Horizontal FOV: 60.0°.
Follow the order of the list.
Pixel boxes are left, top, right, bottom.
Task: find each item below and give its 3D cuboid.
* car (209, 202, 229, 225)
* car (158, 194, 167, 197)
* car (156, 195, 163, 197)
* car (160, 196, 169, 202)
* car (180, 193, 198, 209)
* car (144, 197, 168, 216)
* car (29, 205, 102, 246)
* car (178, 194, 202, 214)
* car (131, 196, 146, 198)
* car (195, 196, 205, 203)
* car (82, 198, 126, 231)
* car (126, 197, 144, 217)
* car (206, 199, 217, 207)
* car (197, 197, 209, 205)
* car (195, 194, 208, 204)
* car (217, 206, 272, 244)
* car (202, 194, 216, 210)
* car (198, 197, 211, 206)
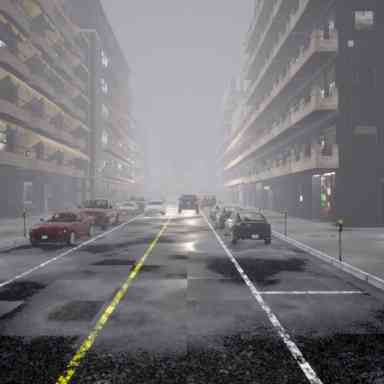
[{"bbox_3d":[2.434,1.558,21.100,2.008,1.369,4.403,1,0,-1],"label":"car"},{"bbox_3d":[-6.621,1.354,71.126,2.192,1.841,5.009,1,0,-1],"label":"car"},{"bbox_3d":[-6.399,1.592,54.425,1.947,1.339,4.313,1,0,-1],"label":"car"},{"bbox_3d":[-6.776,1.630,82.261,1.802,1.307,4.206,1,0,-1],"label":"car"},{"bbox_3d":[-0.500,1.243,46.892,2.150,2.045,5.566,0,0,-4],"label":"car"},{"bbox_3d":[-3.521,1.538,32.446,1.812,1.442,4.674,0,0,-1],"label":"car"},{"bbox_3d":[-5.871,1.550,15.453,1.887,1.381,4.507,1,0,-1],"label":"car"},{"bbox_3d":[-0.364,1.236,36.170,2.150,2.045,5.566,0,0,-1],"label":"car"},{"bbox_3d":[-6.169,1.331,37.722,2.192,1.841,5.009,1,0,-1],"label":"car"},{"bbox_3d":[1.755,1.589,71.207,2.008,1.369,4.403,1,0,-1],"label":"car"},{"bbox_3d":[-5.943,1.322,21.021,2.192,1.841,5.009,1,0,-1],"label":"car"},{"bbox_3d":[-6.095,1.538,31.985,1.752,1.417,4.829,1,0,-1],"label":"car"},{"bbox_3d":[2.357,1.535,26.837,1.752,1.417,4.829,1,0,-1],"label":"car"},{"bbox_3d":[1.906,1.575,60.071,1.887,1.381,4.507,1,0,-1],"label":"car"},{"bbox_3d":[1.833,1.349,65.639,2.192,1.841,5.009,1,0,-1],"label":"car"},{"bbox_3d":[2.509,1.556,15.533,2.008,1.369,4.403,1,0,-1],"label":"car"},{"bbox_3d":[2.135,1.334,43.370,2.192,1.841,5.009,1,0,-1],"label":"car"},{"bbox_3d":[1.982,1.577,54.504,2.008,1.369,4.403,1,0,-1],"label":"car"}]
